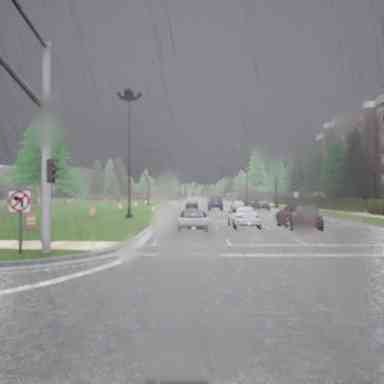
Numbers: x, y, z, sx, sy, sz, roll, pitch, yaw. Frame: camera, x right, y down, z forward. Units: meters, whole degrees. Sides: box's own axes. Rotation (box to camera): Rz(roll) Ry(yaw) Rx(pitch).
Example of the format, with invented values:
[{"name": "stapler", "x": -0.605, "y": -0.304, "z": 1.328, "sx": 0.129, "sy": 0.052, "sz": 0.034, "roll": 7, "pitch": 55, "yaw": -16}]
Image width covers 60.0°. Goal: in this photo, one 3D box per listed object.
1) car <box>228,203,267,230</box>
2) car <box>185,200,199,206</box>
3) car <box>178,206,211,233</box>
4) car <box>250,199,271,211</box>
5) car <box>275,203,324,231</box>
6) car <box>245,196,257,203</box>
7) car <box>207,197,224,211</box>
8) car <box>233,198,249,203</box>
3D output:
[{"name": "car", "x": 3.588, "y": 1.756, "z": 23.127, "sx": 1.812, "sy": 1.442, "sz": 4.674, "roll": 0, "pitch": -1, "yaw": 0}, {"name": "car", "x": 0.003, "y": 1.973, "z": 49.984, "sx": 1.882, "sy": 1.535, "sz": 5.008, "roll": 0, "pitch": 0, "yaw": 0}, {"name": "car", "x": 0.099, "y": 1.814, "z": 21.395, "sx": 1.895, "sy": 1.301, "sz": 4.718, "roll": 0, "pitch": -1, "yaw": 0}, {"name": "car", "x": 10.502, "y": 2.100, "z": 50.315, "sx": 1.895, "sy": 1.301, "sz": 4.718, "roll": 0, "pitch": -1, "yaw": 0}, {"name": "car", "x": 7.101, "y": 1.575, "z": 22.414, "sx": 2.097, "sy": 1.767, "sz": 4.553, "roll": 0, "pitch": -1, "yaw": 0}, {"name": "car", "x": 10.502, "y": 1.818, "z": 60.319, "sx": 2.150, "sy": 2.045, "sz": 5.566, "roll": 0, "pitch": -1, "yaw": 0}, {"name": "car", "x": 3.503, "y": 1.718, "z": 50.007, "sx": 2.150, "sy": 2.045, "sz": 5.566, "roll": 0, "pitch": 0, "yaw": 0}, {"name": "car", "x": 7.005, "y": 2.027, "z": 50.595, "sx": 1.812, "sy": 1.442, "sz": 4.674, "roll": 0, "pitch": 0, "yaw": 0}]
